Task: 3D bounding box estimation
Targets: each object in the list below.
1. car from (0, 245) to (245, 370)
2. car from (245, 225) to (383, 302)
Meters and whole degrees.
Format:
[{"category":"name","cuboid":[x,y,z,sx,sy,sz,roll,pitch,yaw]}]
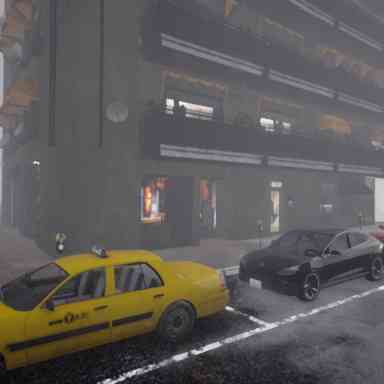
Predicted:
[{"category":"car","cuboid":[-1.638,1.526,4.915,4.829,1.417,1.752,0,1,-35]},{"category":"car","cuboid":[3.125,1.567,8.297,4.313,1.339,1.947,0,1,-35]}]
